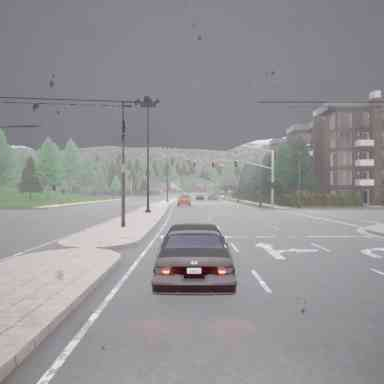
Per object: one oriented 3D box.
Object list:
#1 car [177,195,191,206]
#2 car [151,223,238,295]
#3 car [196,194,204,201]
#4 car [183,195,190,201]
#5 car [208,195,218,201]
[{"bbox_3d":[-1.300,1.352,54.588,2.097,1.767,4.553,0,0,-1],"label":"car"},{"bbox_3d":[0.052,1.547,8.841,2.033,1.411,5.357,0,0,0],"label":"car"},{"bbox_3d":[2.069,1.477,85.448,1.882,1.535,5.008,0,0,0],"label":"car"},{"bbox_3d":[-1.431,1.523,85.413,1.812,1.442,4.674,0,0,0],"label":"car"},{"bbox_3d":[5.569,1.539,85.452,2.033,1.411,5.357,0,0,0],"label":"car"}]
